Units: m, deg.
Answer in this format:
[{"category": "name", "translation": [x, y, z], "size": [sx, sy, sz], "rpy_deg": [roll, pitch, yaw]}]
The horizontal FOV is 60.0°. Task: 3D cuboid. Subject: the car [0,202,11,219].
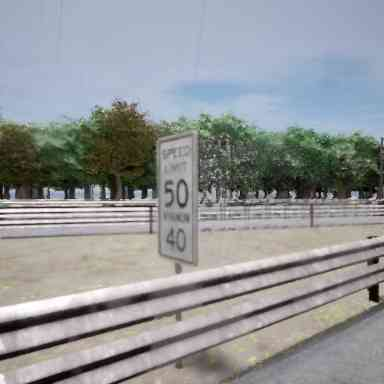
[{"category": "car", "translation": [-13.305, 1.023, 18.143], "size": [5.566, 2.045, 2.150], "rpy_deg": [0, 0, -21]}]
